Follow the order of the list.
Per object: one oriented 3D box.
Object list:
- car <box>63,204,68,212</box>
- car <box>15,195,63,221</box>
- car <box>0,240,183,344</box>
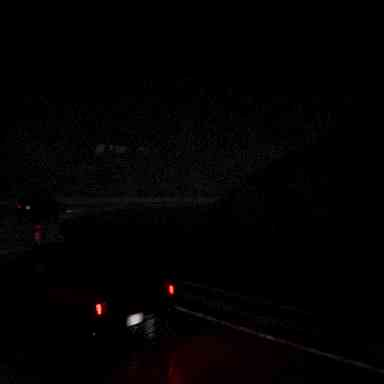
[{"bbox_3d":[-16.163,1.672,38.570,1.994,1.385,4.181,0,0,7],"label":"car"},{"bbox_3d":[-12.857,1.295,27.905,2.150,2.045,5.566,0,0,-9],"label":"car"},{"bbox_3d":[-2.422,1.623,6.564,4.718,1.301,1.895,0,0,45],"label":"car"}]
